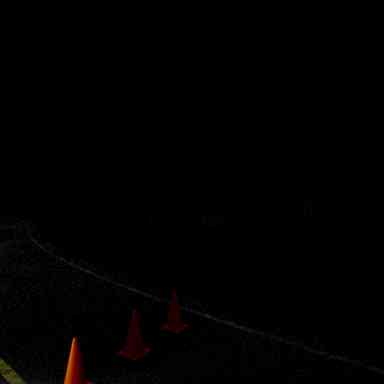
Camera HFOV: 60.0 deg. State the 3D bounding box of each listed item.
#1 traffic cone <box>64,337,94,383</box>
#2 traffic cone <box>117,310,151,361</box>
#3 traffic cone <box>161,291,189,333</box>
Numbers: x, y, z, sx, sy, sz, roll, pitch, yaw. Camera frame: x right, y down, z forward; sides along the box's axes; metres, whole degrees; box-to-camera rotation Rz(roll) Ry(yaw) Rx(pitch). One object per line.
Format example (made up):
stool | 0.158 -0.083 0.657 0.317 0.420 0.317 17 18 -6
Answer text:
traffic cone | -1.318 1.945 3.762 0.340 0.580 0.340 1 1 31
traffic cone | -0.800 1.938 4.613 0.340 0.580 0.340 1 1 31
traffic cone | -0.281 1.931 5.464 0.340 0.580 0.340 1 1 31
